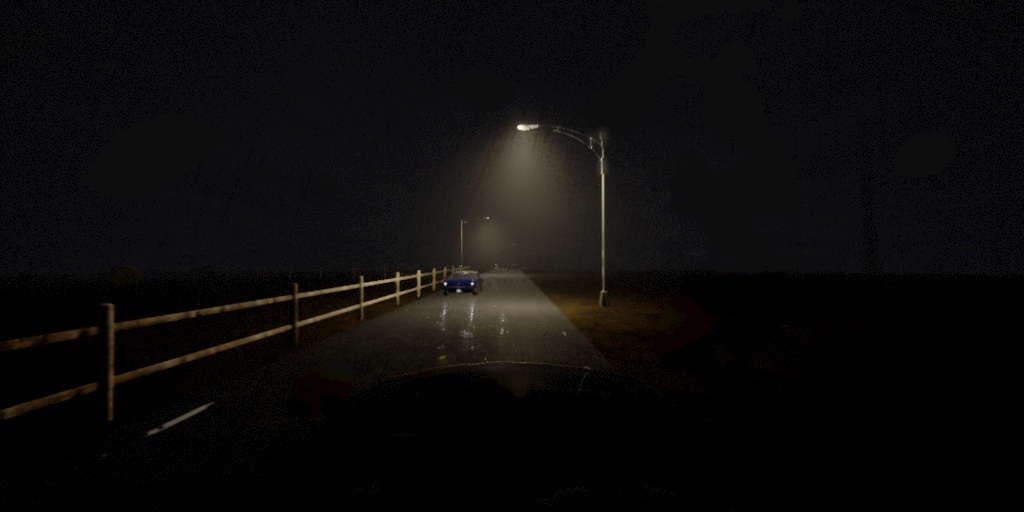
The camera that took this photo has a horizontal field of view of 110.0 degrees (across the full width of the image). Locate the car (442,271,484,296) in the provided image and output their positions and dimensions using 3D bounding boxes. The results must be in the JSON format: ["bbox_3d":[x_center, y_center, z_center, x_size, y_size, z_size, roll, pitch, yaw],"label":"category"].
[{"bbox_3d":[-2.781,1.555,21.041,1.895,1.301,4.718,0,-1,1],"label":"car"}]
